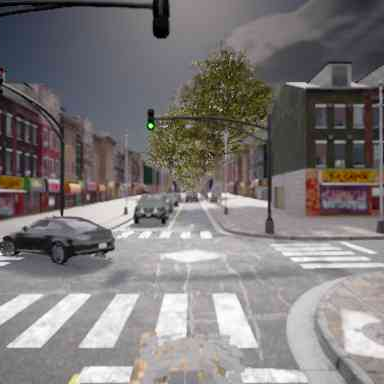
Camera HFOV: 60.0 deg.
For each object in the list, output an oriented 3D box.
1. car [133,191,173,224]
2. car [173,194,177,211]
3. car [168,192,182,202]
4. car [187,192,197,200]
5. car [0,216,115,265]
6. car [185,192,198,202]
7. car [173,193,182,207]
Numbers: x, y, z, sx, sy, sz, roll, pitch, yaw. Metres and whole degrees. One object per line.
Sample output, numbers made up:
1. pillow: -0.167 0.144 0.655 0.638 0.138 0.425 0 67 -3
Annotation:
1. car: -2.844 1.134 24.477 2.150 2.045 5.566 0 1 0
2. car: -2.855 1.282 34.347 1.837 1.490 4.892 0 1 0
3. car: -2.798 0.868 56.545 2.128 1.511 4.902 0 1 0
4. car: -0.023 0.787 65.443 1.994 1.385 4.181 0 1 0
5. car: -4.803 1.589 11.845 4.674 1.442 1.812 -1 -2 32
6. car: -0.019 0.748 55.371 2.097 1.767 4.553 0 1 0
7. car: -2.833 0.954 44.027 2.097 1.767 4.553 0 1 0
